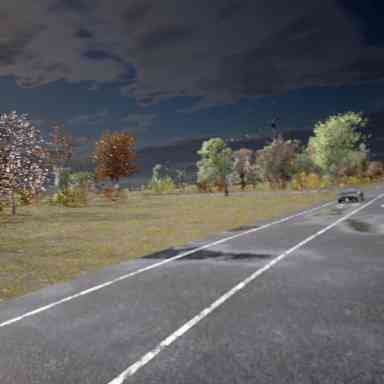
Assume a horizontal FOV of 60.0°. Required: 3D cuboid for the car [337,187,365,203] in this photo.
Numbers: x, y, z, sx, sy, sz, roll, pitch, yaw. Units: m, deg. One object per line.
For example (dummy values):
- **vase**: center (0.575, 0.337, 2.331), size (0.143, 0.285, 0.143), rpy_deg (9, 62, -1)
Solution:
- **car**: center (15.364, 0.239, 32.018), size (2.033, 1.411, 5.357), rpy_deg (-5, 0, 34)
